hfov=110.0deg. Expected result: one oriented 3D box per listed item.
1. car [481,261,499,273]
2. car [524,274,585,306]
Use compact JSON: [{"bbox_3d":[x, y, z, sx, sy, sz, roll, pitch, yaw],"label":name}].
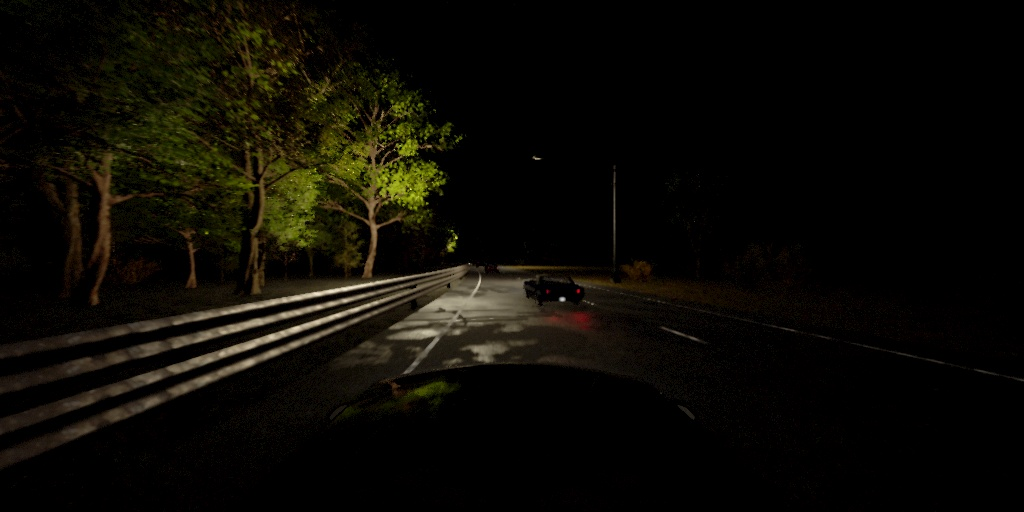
[{"bbox_3d":[-3.063,1.793,53.538,2.033,1.411,5.357,0,-1,-8],"label":"car"},{"bbox_3d":[1.788,1.509,16.921,1.895,1.301,4.718,0,-1,-8],"label":"car"}]
